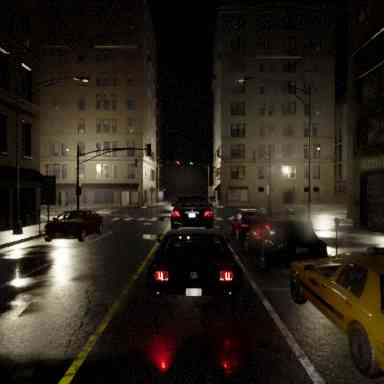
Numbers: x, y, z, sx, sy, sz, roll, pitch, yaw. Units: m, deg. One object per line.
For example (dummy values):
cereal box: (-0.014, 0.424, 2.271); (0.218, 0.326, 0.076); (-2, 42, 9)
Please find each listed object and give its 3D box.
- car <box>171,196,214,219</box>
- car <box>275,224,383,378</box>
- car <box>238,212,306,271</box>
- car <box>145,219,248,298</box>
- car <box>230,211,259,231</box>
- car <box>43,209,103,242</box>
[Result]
car: (0.005, 1.215, 18.473); (2.150, 2.045, 5.566); (0, 0, 0)
car: (2.865, 1.524, 5.310); (1.752, 1.417, 4.829); (-1, 0, 0)
car: (2.869, 1.562, 10.726); (1.947, 1.339, 4.313); (-1, 0, 0)
car: (0.048, 1.598, 8.481); (1.895, 1.301, 4.718); (0, 0, 0)
car: (2.873, 1.576, 16.312); (1.802, 1.307, 4.206); (-1, 0, 0)
car: (-5.672, 1.538, 16.316); (1.887, 1.381, 4.507); (-1, 0, 0)
